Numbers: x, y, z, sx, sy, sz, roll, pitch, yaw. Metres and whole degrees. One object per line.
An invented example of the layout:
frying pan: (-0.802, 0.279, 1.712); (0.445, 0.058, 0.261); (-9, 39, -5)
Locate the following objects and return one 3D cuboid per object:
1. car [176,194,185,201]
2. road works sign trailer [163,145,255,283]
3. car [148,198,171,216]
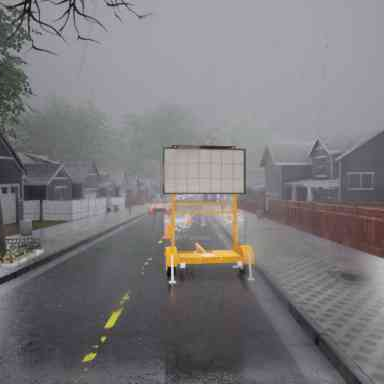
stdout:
car: (-3.001, 1.356, 88.304); (2.150, 2.045, 5.566); (0, 0, 0)
road works sign trailer: (0.334, 0.459, 9.711); (2.380, 3.560, 2.880); (0, 0, -8)
car: (-2.940, 1.356, 31.910); (2.097, 1.767, 4.553); (0, 0, 0)
